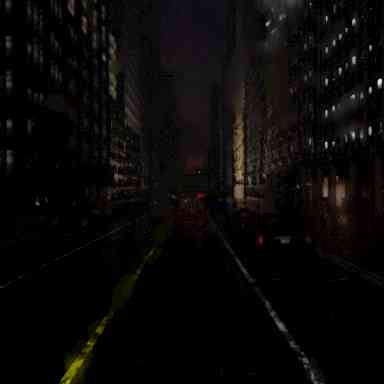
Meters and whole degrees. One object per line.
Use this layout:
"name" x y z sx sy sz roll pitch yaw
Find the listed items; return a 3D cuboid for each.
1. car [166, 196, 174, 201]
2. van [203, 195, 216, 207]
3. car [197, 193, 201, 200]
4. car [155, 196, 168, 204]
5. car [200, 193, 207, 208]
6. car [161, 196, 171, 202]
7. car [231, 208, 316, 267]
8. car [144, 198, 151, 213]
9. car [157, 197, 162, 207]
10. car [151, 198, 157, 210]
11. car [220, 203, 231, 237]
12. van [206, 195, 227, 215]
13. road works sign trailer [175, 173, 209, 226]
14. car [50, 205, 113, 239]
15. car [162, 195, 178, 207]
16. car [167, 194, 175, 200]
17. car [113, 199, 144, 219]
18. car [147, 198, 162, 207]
"car" -5.719 1.595 85.385 1.802 1.307 4.206 -1 0 0
"van" 2.668 1.349 51.285 1.690 1.788 3.998 -1 0 0
"car" 2.664 1.562 74.019 2.008 1.369 4.403 -1 0 0
"car" -5.714 1.561 62.651 2.008 1.369 4.403 -1 0 0
"car" 2.669 1.322 45.602 2.192 1.841 5.009 -1 0 0
"car" -5.716 1.563 74.017 2.008 1.369 4.403 -1 0 0
"car" 2.679 1.442 11.500 1.967 1.590 4.097 -1 0 0
"car" -5.706 1.572 34.232 1.947 1.339 4.313 -1 0 0
"car" -5.710 1.559 45.599 2.008 1.369 4.403 -1 0 0
"car" -5.708 1.551 39.916 1.887 1.381 4.507 -1 0 0
"car" 2.678 1.528 17.353 1.752 1.417 4.829 -1 0 0
"van" 2.672 1.347 34.234 1.690 1.788 3.998 -1 0 0
"road works sign trailer" 0.013 0.468 23.606 2.380 3.560 2.880 0 0 0
"car" -5.703 1.443 17.182 1.967 1.590 4.097 -1 0 0
"car" -3.092 1.556 51.051 2.033 1.411 5.357 0 0 0
"car" -5.722 1.454 91.068 1.967 1.590 4.097 -1 0 0
"car" -5.705 1.556 28.548 2.008 1.369 4.403 -1 0 0
"car" -5.711 1.591 51.283 1.802 1.307 4.206 -1 0 0
